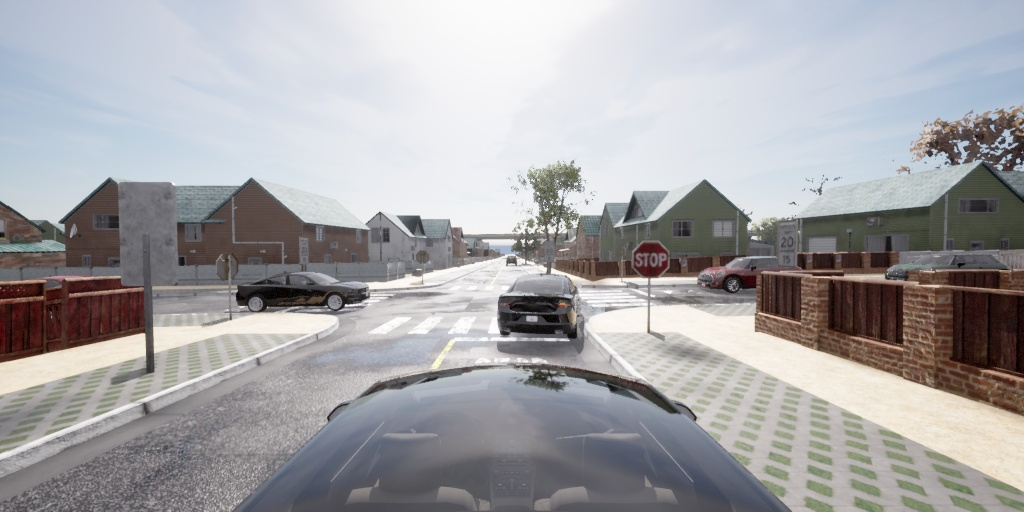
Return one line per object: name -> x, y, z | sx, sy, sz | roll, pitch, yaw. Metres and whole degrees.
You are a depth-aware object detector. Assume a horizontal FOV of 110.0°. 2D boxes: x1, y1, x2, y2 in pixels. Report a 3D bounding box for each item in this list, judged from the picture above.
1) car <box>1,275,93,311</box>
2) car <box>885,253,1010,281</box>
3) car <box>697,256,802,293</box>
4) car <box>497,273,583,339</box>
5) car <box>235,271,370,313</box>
car -> -18.035, 1.547, 14.705 | 5.008, 1.535, 1.882 | -1, 2, 0
car -> 21.684, 0.646, 17.966 | 4.553, 1.767, 2.097 | -1, 2, 0
car -> 11.789, 0.820, 17.884 | 4.553, 1.767, 2.097 | -1, 2, 0
car -> 0.949, 1.224, 10.262 | 1.882, 1.535, 5.008 | 0, 0, 12
car -> -8.483, 1.377, 14.778 | 5.008, 1.535, 1.882 | -1, 2, 0
